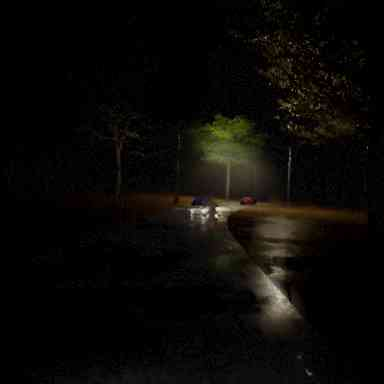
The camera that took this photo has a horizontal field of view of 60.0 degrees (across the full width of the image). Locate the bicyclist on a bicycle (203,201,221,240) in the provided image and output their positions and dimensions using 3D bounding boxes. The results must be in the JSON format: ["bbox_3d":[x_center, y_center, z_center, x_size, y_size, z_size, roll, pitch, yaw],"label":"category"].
[{"bbox_3d":[0.916,1.351,15.399,0.866,1.612,1.509,1,0,1],"label":"bicyclist on a bicycle"}]

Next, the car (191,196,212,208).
[{"bbox_3d":[1.258,1.255,42.540,1.812,1.442,4.674,2,0,17],"label":"car"}]

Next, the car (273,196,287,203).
[{"bbox_3d":[18.756,1.625,70.743,1.837,1.490,4.892,3,1,37],"label":"car"}]

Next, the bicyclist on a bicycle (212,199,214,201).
[{"bbox_3d":[1.583,1.302,25.131,0.866,1.612,1.509,1,1,6],"label":"bicyclist on a bicycle"}]

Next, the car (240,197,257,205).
[{"bbox_3d":[9.391,1.474,54.690,1.994,1.385,4.181,2,1,25],"label":"car"}]
